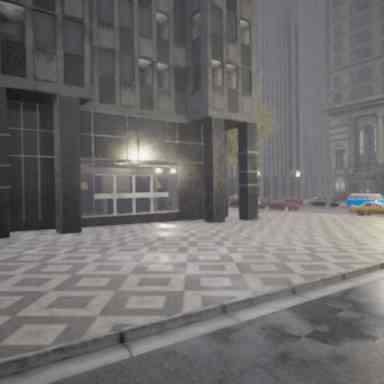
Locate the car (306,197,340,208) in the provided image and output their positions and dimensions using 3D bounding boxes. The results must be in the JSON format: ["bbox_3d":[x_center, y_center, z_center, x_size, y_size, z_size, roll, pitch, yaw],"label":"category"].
[{"bbox_3d":[16.968,1.324,43.237,1.947,1.339,4.313,-1,1,-36],"label":"car"}]

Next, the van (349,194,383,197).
[{"bbox_3d":[20.131,1.115,38.844,1.690,1.788,3.998,-1,1,-36],"label":"van"}]

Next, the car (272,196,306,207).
[{"bbox_3d":[13.802,1.287,47.627,1.887,1.381,4.507,-1,1,-36],"label":"car"}]

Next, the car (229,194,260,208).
[{"bbox_3d":[7.093,1.223,42.352,2.192,1.841,5.009,-1,1,-36],"label":"car"}]

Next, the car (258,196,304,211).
[{"bbox_3d":[10.189,1.467,38.065,1.887,1.381,4.507,-1,1,-36],"label":"car"}]

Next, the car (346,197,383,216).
[{"bbox_3d":[16.471,1.480,29.341,1.752,1.417,4.829,-1,1,-36],"label":"car"}]

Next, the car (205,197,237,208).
[{"bbox_3d":[4.002,1.444,46.645,2.008,1.369,4.403,-1,1,-36],"label":"car"}]

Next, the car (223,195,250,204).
[{"bbox_3d":[7.469,1.264,56.409,2.008,1.369,4.403,-1,1,-36],"label":"car"}]

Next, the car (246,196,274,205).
[{"bbox_3d":[10.635,1.310,52.019,1.802,1.307,4.206,-1,1,-36],"label":"car"}]
